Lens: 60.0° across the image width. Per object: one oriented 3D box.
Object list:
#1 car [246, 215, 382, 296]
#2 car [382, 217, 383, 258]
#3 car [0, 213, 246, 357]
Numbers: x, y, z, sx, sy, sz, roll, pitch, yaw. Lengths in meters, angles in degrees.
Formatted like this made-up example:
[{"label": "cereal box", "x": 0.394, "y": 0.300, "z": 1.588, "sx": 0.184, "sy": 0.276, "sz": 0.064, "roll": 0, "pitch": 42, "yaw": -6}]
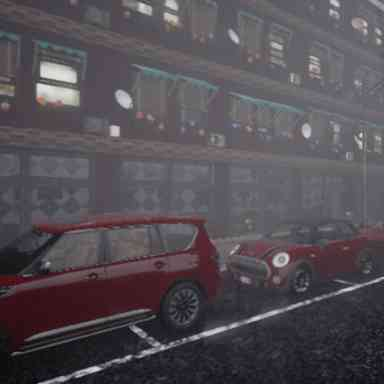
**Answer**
[{"label": "car", "x": 2.821, "y": 1.438, "z": 8.570, "sx": 4.097, "sy": 1.590, "sz": 1.967, "roll": 0, "pitch": 0, "yaw": -35}, {"label": "car", "x": 7.411, "y": 1.541, "z": 11.843, "sx": 4.507, "sy": 1.381, "sz": 1.887, "roll": 0, "pitch": 0, "yaw": -35}, {"label": "car", "x": -1.766, "y": 1.315, "z": 5.297, "sx": 5.009, "sy": 1.841, "sz": 2.192, "roll": 0, "pitch": 0, "yaw": -35}]
